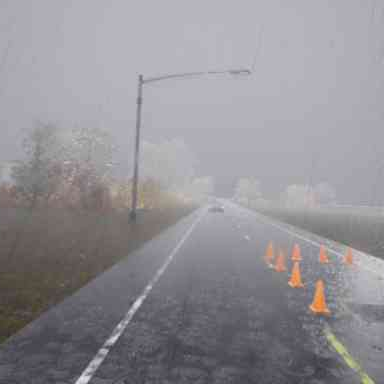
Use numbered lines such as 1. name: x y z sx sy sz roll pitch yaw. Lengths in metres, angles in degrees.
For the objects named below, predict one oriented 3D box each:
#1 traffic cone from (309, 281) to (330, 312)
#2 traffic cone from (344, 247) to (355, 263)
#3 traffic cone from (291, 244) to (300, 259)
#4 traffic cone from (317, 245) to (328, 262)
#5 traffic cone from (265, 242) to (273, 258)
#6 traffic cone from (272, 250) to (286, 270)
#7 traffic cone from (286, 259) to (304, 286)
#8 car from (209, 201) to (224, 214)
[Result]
1. traffic cone: 2.688 2.172 7.009 0.340 0.580 0.340 3 -1 4
2. traffic cone: 6.064 2.408 12.802 0.340 0.580 0.340 3 -1 4
3. traffic cone: 4.071 2.311 12.932 0.340 0.580 0.340 3 -1 4
4. traffic cone: 5.067 2.360 12.867 0.340 0.580 0.340 3 -1 4
5. traffic cone: 3.074 2.263 12.997 0.340 0.580 0.340 3 -1 4
6. traffic cone: 2.946 2.232 11.000 0.340 0.580 0.340 3 -1 4
7. traffic cone: 2.817 2.202 9.005 0.340 0.580 0.340 3 -1 4
8. car: 3.448 2.082 46.838 2.097 1.767 4.553 3 -1 4
